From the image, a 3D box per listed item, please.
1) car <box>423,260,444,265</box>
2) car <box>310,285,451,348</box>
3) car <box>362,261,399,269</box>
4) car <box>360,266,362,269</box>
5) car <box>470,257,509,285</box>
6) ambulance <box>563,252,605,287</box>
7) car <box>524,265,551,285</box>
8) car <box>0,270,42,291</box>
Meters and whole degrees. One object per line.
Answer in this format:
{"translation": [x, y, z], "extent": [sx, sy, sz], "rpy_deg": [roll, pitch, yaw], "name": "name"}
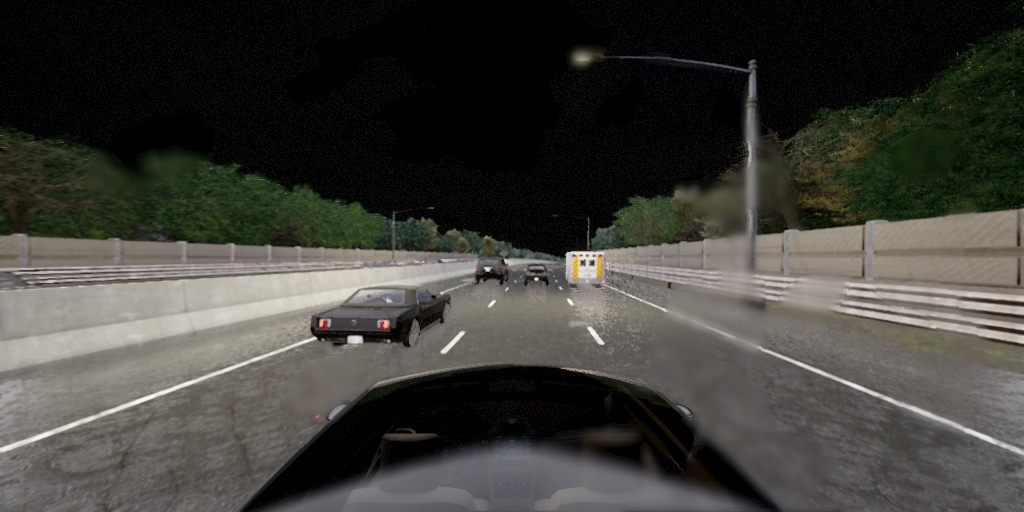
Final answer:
{"translation": [-10.491, 1.288, 47.784], "extent": [2.097, 1.767, 4.553], "rpy_deg": [0, 0, 6], "name": "car"}
{"translation": [-2.977, 1.402, 9.389], "extent": [1.895, 1.301, 4.718], "rpy_deg": [0, 0, 4], "name": "car"}
{"translation": [-14.655, 1.394, 41.175], "extent": [2.128, 1.511, 4.902], "rpy_deg": [0, 0, 5], "name": "car"}
{"translation": [-17.684, 1.398, 46.189], "extent": [2.128, 1.511, 4.902], "rpy_deg": [0, 0, 6], "name": "car"}
{"translation": [-1.517, 1.127, 28.635], "extent": [2.150, 2.045, 5.566], "rpy_deg": [0, 0, 5], "name": "car"}
{"translation": [5.231, 0.980, 26.538], "extent": [2.351, 2.431, 6.366], "rpy_deg": [0, 0, 5], "name": "ambulance"}
{"translation": [1.976, 1.424, 28.384], "extent": [1.837, 1.490, 4.892], "rpy_deg": [0, 0, 5], "name": "car"}
{"translation": [-13.796, 1.086, 7.878], "extent": [2.097, 1.767, 4.553], "rpy_deg": [0, 0, 4], "name": "car"}
